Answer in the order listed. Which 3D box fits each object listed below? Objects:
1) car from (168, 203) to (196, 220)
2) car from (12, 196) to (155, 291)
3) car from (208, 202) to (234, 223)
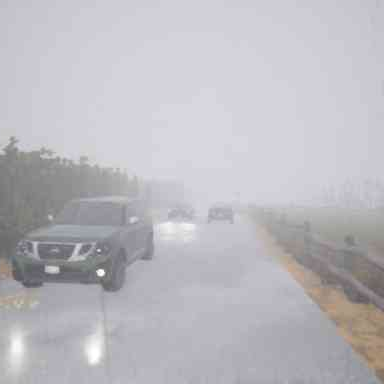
[{"bbox_3d":[-0.802,1.584,27.957,1.895,1.301,4.718,1,0,5],"label":"car"},{"bbox_3d":[-2.502,1.169,9.288,2.150,2.045,5.566,1,0,5],"label":"car"},{"bbox_3d":[2.248,1.523,25.959,1.882,1.535,5.008,1,0,5],"label":"car"}]
